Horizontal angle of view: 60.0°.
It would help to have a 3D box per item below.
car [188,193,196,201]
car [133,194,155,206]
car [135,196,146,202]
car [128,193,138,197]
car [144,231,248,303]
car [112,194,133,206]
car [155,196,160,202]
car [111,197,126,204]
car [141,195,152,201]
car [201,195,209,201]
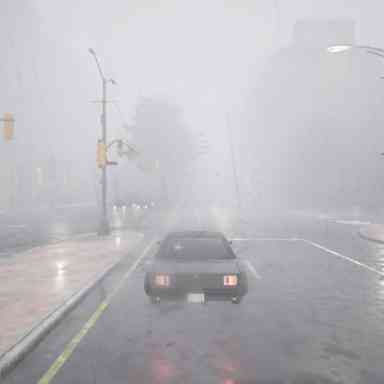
[{"bbox_3d":[0.013,1.540,85.794,2.033,1.411,5.357,0,0,0],"label":"car"},{"bbox_3d":[-8.080,1.547,56.501,2.033,1.411,5.357,0,0,0],"label":"car"},{"bbox_3d":[-11.489,1.552,74.399,1.994,1.385,4.181,0,0,0],"label":"car"},{"bbox_3d":[-11.528,1.221,64.515,2.150,2.045,5.566,0,0,1],"label":"car"},{"bbox_3d":[0.076,1.601,8.154,1.895,1.301,4.718,0,0,0],"label":"car"},{"bbox_3d":[-11.580,1.525,55.103,1.812,1.442,4.674,0,0,0],"label":"car"},{"bbox_3d":[-8.020,1.564,65.737,1.994,1.385,4.181,0,0,1],"label":"car"},{"bbox_3d":[-14.740,1.595,66.810,1.895,1.301,4.718,0,0,0],"label":"car"},{"bbox_3d":[-11.487,1.525,84.632,2.128,1.511,4.902,0,0,0],"label":"car"},{"bbox_3d":[3.513,1.595,86.971,1.895,1.301,4.718,0,0,0],"label":"car"}]
